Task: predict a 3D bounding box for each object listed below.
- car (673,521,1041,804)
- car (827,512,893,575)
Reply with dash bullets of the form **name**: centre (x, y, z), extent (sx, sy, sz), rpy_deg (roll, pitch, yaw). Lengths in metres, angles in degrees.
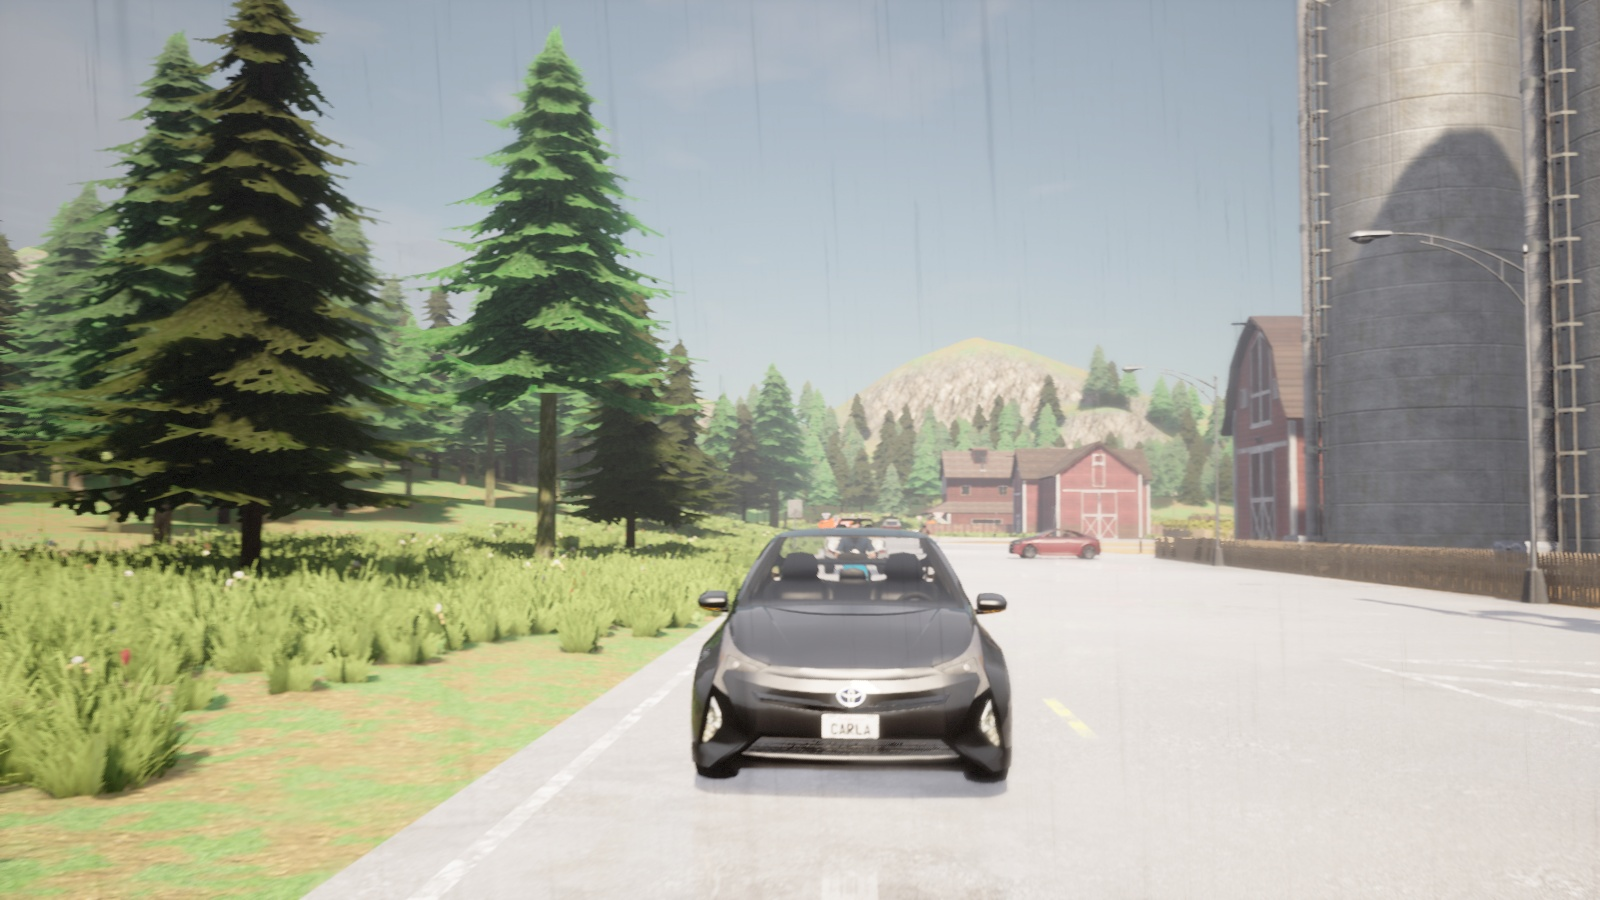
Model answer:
- **car**: centre (0.410, 1.284, 9.150), extent (2.007, 1.525, 4.514), rpy_deg (0, -3, 3)
- **car**: centre (1.884, 2.915, 39.524), extent (1.932, 1.855, 4.605), rpy_deg (0, -3, 3)
